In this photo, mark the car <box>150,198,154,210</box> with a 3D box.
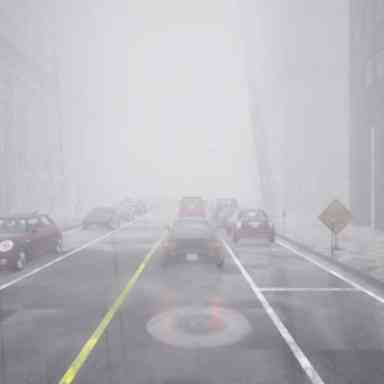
[{"bbox_3d":[-5.839,1.646,38.563,1.752,1.417,4.829,0,0,0],"label":"car"}]

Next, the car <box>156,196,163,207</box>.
[{"bbox_3d":[-5.863,1.722,49.936,1.947,1.339,4.313,0,0,0],"label":"car"}]

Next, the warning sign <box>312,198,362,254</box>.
[{"bbox_3d":[5.041,1.151,11.661,1.300,1.860,1.060,0,0,0],"label":"warning sign"}]

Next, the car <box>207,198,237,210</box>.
[{"bbox_3d":[2.710,1.400,27.551,2.192,1.841,5.009,0,0,0],"label":"car"}]

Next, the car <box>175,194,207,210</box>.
[{"bbox_3d":[0.005,1.312,28.440,2.150,2.045,5.566,0,0,0],"label":"car"}]

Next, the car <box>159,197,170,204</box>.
[{"bbox_3d":[-5.911,1.773,72.343,1.887,1.381,4.507,0,0,0],"label":"car"}]

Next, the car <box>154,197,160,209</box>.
[{"bbox_3d":[-5.852,1.689,44.334,2.008,1.369,4.403,0,0,0],"label":"car"}]

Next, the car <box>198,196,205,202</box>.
[{"bbox_3d":[2.579,1.809,89.344,1.752,1.417,4.829,0,0,0],"label":"car"}]

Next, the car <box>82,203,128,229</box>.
[{"bbox_3d":[-5.804,1.634,21.928,1.947,1.339,4.313,0,0,0],"label":"car"}]

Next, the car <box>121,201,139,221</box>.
[{"bbox_3d":[-5.816,1.667,27.529,1.802,1.307,4.206,0,0,0],"label":"car"}]

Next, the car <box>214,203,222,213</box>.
[{"bbox_3d":[2.721,1.634,21.949,1.947,1.339,4.313,0,0,0],"label":"car"}]

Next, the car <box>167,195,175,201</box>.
[{"bbox_3d":[-5.958,1.742,94.750,1.967,1.590,4.097,0,0,0],"label":"car"}]

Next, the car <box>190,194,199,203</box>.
[{"bbox_3d":[0.650,1.482,81.670,2.150,2.045,5.566,0,0,-1],"label":"car"}]

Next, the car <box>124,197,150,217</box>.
[{"bbox_3d":[-5.827,1.418,33.131,2.192,1.841,5.009,0,0,0],"label":"car"}]

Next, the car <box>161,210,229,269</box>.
[{"bbox_3d":[0.027,1.560,11.110,1.812,1.442,4.674,0,0,1],"label":"car"}]

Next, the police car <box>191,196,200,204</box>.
[{"bbox_3d":[0.750,1.651,71.757,1.930,1.638,5.238,0,0,0],"label":"police car"}]

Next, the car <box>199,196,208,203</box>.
[{"bbox_3d":[2.603,1.686,77.970,1.967,1.590,4.097,0,0,0],"label":"car"}]

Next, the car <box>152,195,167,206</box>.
[{"bbox_3d":[-5.886,1.507,61.140,2.192,1.841,5.009,0,0,0],"label":"car"}]

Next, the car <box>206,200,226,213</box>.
[{"bbox_3d":[2.685,1.671,38.755,2.008,1.369,4.403,0,0,0],"label":"car"}]

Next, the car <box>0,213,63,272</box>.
[{"bbox_3d":[-5.780,1.474,10.725,1.967,1.590,4.097,0,0,0],"label":"car"}]

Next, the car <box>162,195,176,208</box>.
[{"bbox_3d":[-3.187,1.640,51.856,1.882,1.535,5.008,0,0,0],"label":"car"}]

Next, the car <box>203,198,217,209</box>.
[{"bbox_3d":[2.662,1.701,49.960,1.887,1.381,4.507,0,0,0],"label":"car"}]

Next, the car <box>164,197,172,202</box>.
[{"bbox_3d":[-5.935,1.847,83.546,1.802,1.307,4.206,0,0,0],"label":"car"}]

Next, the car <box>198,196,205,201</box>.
[{"bbox_3d":[2.567,1.847,94.777,1.887,1.381,4.507,0,0,0],"label":"car"}]

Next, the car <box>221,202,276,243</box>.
[{"bbox_3d":[2.733,1.491,16.347,1.967,1.590,4.097,0,0,0],"label":"car"}]
